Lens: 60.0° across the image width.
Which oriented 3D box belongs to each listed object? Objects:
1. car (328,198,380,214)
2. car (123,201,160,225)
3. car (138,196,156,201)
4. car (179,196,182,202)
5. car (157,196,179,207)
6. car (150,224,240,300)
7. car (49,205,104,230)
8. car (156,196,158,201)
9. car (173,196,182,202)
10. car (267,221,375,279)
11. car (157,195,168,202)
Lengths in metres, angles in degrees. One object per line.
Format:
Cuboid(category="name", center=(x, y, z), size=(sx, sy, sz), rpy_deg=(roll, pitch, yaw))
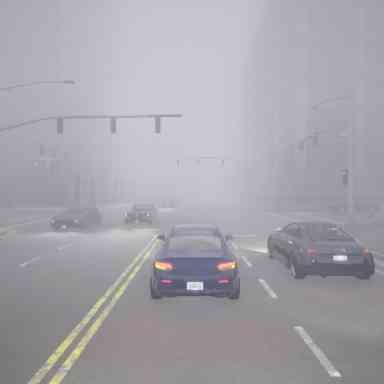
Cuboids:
Cuboid(category="car", center=(16.784, 1.422, 34.535), size=(5.008, 1.535, 1.882), rpy_deg=(0, 0, 0))
Cuboid(category="car", center=(-3.545, 1.573, 23.637), size=(1.895, 1.301, 4.718), rpy_deg=(0, 0, 0))
Cuboid(category="car", center=(-6.988, 1.547, 48.490), size=(2.033, 1.411, 5.357), rpy_deg=(0, 0, 0))
Cuboid(category="car", center=(-3.425, 1.478, 61.733), size=(1.882, 1.535, 5.008), rpy_deg=(0, 1, 1))
Cuboid(category="car", center=(-3.483, 1.491, 49.696), size=(2.128, 1.511, 4.902), rpy_deg=(0, 0, 0))
Cuboid(category="car", center=(0.078, 1.526, 8.293), size=(1.812, 1.442, 4.674), rpy_deg=(0, 0, 1))
Cuboid(category="car", center=(-7.053, 1.524, 21.011), size=(2.033, 1.411, 5.357), rpy_deg=(0, 0, 0))
Cuboid(category="car", center=(-6.927, 1.505, 61.600), size=(1.837, 1.490, 4.892), rpy_deg=(0, 0, 1))
Cuboid(category="car", center=(-3.328, 1.552, 75.945), size=(1.994, 1.385, 4.181), rpy_deg=(0, 0, 0))
Cuboid(category="car", center=(3.594, 1.564, 10.029), size=(1.994, 1.385, 4.181), rpy_deg=(0, 0, 0))
Cuboid(category="car", center=(-6.826, 1.539, 76.941), size=(2.033, 1.411, 5.357), rpy_deg=(0, 0, 0))
